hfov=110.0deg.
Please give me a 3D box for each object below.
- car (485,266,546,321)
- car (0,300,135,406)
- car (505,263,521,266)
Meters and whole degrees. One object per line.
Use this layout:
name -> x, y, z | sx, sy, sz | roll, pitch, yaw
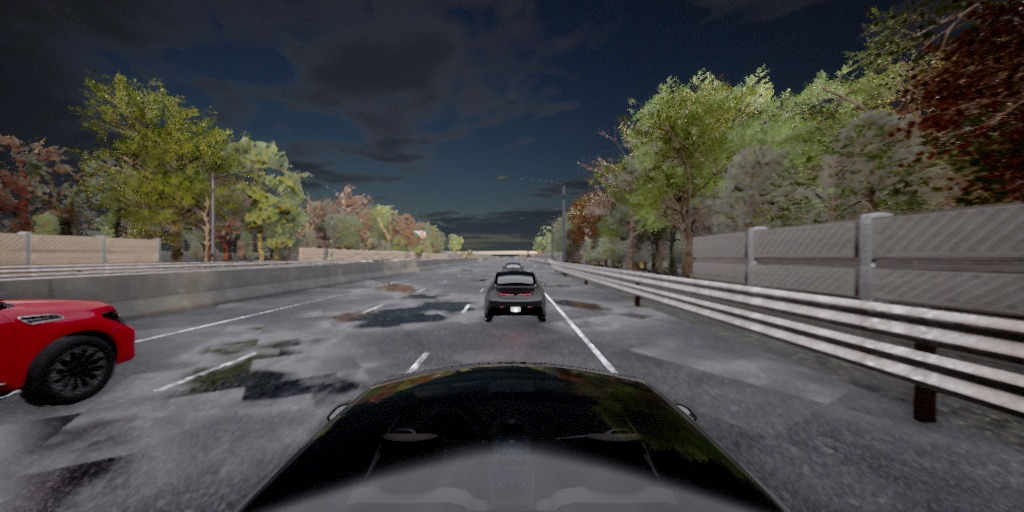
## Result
car -> 0.103, 1.250, 12.472 | 1.837, 1.490, 4.892 | 0, 0, 0
car -> -6.898, 0.972, 3.095 | 2.150, 2.045, 5.566 | 0, 0, 0
car -> 0.104, 1.270, 30.158 | 1.812, 1.442, 4.674 | 0, 0, 0
